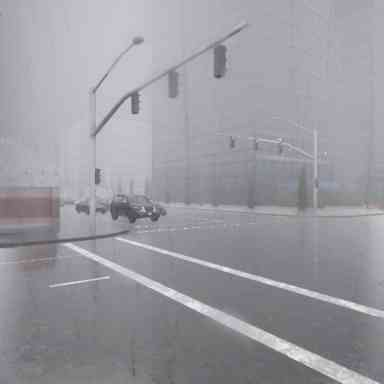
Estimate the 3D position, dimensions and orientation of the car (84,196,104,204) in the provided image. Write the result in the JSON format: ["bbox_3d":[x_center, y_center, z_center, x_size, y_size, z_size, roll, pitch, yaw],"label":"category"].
[{"bbox_3d":[-19.094,1.488,64.778,2.128,1.511,4.902,0,0,-36],"label":"car"}]

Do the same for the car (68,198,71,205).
[{"bbox_3d":[-20.510,1.598,54.488,1.895,1.301,4.718,0,0,-35],"label":"car"}]

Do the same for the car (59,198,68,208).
[{"bbox_3d":[-19.460,1.599,46.939,1.895,1.301,4.718,0,0,-35],"label":"car"}]

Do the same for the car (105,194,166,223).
[{"bbox_3d":[-4.607,1.220,26.145,2.150,2.045,5.566,0,0,-35],"label":"car"}]

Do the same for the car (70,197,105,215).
[{"bbox_3d":[-10.565,1.546,34.488,2.033,1.411,5.357,0,0,-36],"label":"car"}]

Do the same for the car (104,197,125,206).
[{"bbox_3d":[-13.128,1.522,56.444,1.812,1.442,4.674,0,0,-36],"label":"car"}]
